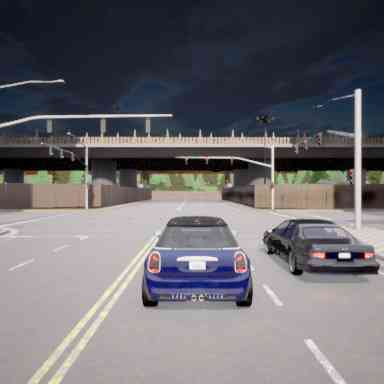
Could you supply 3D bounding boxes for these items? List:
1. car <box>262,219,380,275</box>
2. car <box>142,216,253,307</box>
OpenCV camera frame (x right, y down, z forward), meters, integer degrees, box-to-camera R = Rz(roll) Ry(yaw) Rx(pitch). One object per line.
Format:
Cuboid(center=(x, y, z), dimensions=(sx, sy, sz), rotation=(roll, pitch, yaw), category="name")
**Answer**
Cuboid(center=(3.600, 1.545, 10.356), dimensions=(2.033, 1.411, 5.357), rotation=(0, 0, 0), category="car")
Cuboid(center=(0.100, 1.350, 8.135), dimensions=(2.097, 1.767, 4.553), rotation=(0, 0, 0), category="car")
